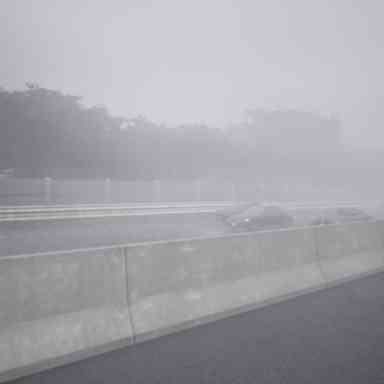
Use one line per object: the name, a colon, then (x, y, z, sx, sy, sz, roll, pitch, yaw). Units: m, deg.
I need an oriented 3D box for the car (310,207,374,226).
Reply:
car: (8.559, 1.578, 18.887, 4.181, 1.385, 1.994, 0, 0, -36)

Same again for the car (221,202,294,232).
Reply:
car: (4.233, 1.535, 20.048, 4.674, 1.442, 1.812, 0, 0, -36)

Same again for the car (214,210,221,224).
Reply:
car: (3.823, 1.492, 24.090, 5.008, 1.535, 1.882, 0, 0, -36)
